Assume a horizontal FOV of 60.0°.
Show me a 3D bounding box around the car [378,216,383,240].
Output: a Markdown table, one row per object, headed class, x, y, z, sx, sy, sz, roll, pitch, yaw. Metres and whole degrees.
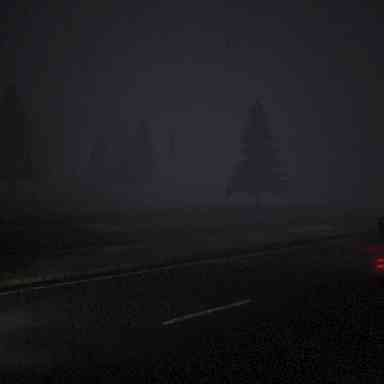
| class | x | y | z | sx | sy | sz | roll | pitch | yaw |
| --- | --- | --- | --- | --- | --- | --- | --- | --- | --- |
| car | 10.575 | 1.457 | 15.525 | 4.902 | 1.511 | 2.128 | 0 | 0 | -35 |
